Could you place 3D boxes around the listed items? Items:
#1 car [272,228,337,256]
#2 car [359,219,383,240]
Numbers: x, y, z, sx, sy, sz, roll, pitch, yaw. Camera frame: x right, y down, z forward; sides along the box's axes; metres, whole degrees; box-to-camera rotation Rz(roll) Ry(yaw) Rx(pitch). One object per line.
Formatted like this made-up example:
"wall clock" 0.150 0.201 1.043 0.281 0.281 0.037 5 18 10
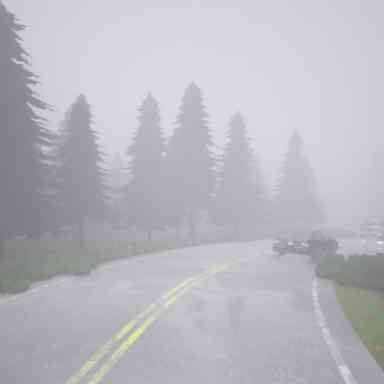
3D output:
"car" 5.825 2.519 16.727 2.033 1.411 5.357 2 -4 36
"car" 19.552 3.982 35.753 2.150 2.045 5.566 2 -3 35
